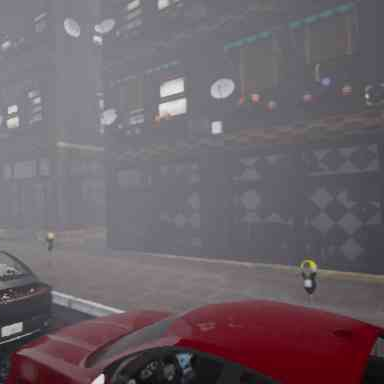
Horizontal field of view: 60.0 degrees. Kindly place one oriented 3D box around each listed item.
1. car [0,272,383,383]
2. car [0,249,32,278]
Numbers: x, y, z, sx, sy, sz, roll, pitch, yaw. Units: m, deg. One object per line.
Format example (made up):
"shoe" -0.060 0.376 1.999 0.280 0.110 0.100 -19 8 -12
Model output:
"car" 0.341 1.556 2.501 4.507 1.381 1.887 -1 -2 36
"car" -4.163 1.620 5.713 4.403 1.369 2.008 -1 -2 36
